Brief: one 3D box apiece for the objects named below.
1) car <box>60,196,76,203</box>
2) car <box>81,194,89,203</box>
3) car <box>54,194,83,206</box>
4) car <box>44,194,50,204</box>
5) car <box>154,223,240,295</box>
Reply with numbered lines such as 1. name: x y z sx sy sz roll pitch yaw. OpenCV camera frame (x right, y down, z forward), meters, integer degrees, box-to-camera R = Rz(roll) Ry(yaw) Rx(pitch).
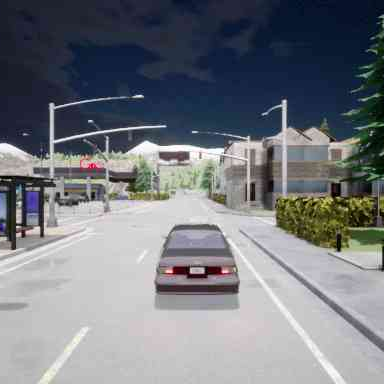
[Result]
1. car: -25.944 1.552 69.540 1.970 1.475 3.806 0 0 0
2. car: -22.618 1.268 68.937 1.905 1.878 3.866 0 0 0
3. car: -18.917 1.489 51.068 2.007 1.523 4.514 0 0 0
4. car: -25.884 1.289 61.061 1.932 1.855 4.605 0 0 0
5. car: 0.101 1.547 8.871 2.033 1.411 5.357 0 0 0
